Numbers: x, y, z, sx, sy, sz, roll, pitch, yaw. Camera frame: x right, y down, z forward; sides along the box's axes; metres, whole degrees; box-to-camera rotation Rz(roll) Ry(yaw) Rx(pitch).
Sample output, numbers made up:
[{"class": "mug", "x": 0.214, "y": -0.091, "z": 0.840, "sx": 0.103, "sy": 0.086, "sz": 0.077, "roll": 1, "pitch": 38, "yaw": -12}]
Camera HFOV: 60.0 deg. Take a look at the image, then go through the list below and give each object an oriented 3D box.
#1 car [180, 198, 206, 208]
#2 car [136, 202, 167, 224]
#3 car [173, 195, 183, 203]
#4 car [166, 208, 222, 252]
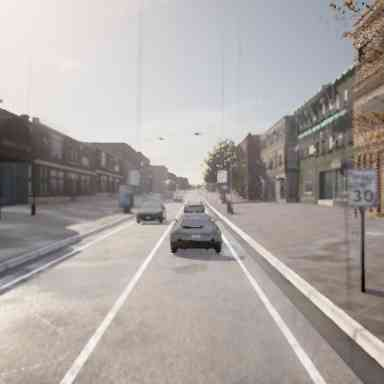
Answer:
[{"class": "car", "x": 0.219, "y": 1.509, "z": 30.429, "sx": 2.128, "sy": 1.511, "sz": 4.902, "roll": 0, "pitch": 0, "yaw": 0}, {"class": "car", "x": -2.999, "y": 1.494, "z": 25.336, "sx": 1.882, "sy": 1.535, "sz": 5.008, "roll": 0, "pitch": 0, "yaw": 0}, {"class": "car", "x": -2.736, "y": 1.351, "z": 67.269, "sx": 2.033, "sy": 1.411, "sz": 5.357, "roll": 0, "pitch": 1, "yaw": 0}, {"class": "car", "x": 0.153, "y": 1.573, "z": 13.958, "sx": 1.994, "sy": 1.385, "sz": 4.181, "roll": 0, "pitch": 0, "yaw": 0}]
